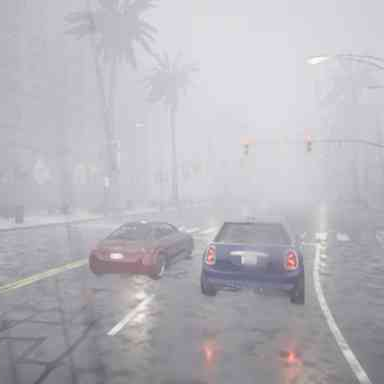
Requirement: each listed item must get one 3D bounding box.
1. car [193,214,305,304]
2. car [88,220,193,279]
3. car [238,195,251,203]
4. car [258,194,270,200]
[{"bbox_3d":[1.724,1.345,8.506,2.097,1.767,4.553,0,0,17],"label":"car"},{"bbox_3d":[-1.308,1.556,10.173,1.994,1.385,4.181,0,0,16],"label":"car"},{"bbox_3d":[11.237,1.459,70.710,2.161,1.482,4.786,0,0,21],"label":"car"},{"bbox_3d":[19.398,1.284,91.067,2.185,1.767,4.553,0,0,21],"label":"car"}]
